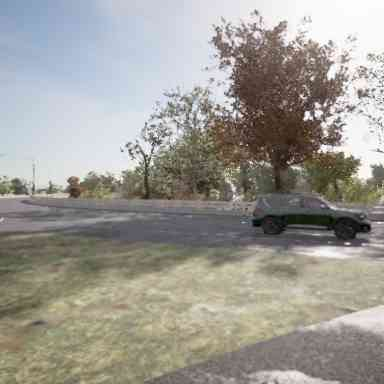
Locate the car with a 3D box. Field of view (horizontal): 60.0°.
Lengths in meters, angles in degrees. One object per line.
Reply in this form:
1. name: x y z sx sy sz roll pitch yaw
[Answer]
1. car: 5.734 1.140 16.533 5.566 2.045 2.150 0 0 27
